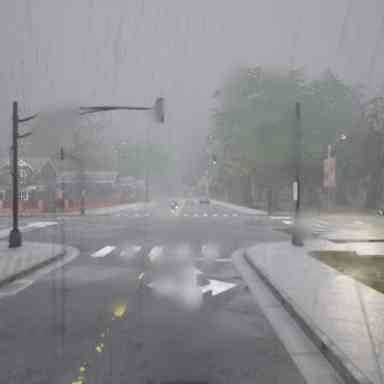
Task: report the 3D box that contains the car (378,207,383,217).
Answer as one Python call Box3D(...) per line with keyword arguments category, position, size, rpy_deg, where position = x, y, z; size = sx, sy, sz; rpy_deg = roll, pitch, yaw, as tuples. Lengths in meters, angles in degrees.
Box3D(category="car", position=(19.341, 1.597, 29.760), size=(4.892, 1.490, 1.837), rpy_deg=(0, 0, 0))

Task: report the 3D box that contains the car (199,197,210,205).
Box3D(category="car", position=(2.777, 1.925, 74.101), size=(2.097, 1.767, 4.553), rpy_deg=(0, 0, -1))

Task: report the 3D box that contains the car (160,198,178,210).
Box3D(category="car", position=(-3.519, 1.734, 48.671), size=(2.097, 1.767, 4.553), rpy_deg=(0, 0, 0))

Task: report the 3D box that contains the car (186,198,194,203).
Box3D(category="car", position=(-0.581, 2.079, 84.131), size=(1.895, 1.301, 4.718), rpy_deg=(0, 0, -1))

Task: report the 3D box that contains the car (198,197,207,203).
Box3D(category="car", position=(2.668, 2.024, 84.135), size=(2.033, 1.411, 5.357), rpy_deg=(0, 0, -1))

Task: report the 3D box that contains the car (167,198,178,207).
Box3D(category="car", position=(-3.631, 2.004, 63.920), size=(1.837, 1.490, 4.892), rpy_deg=(0, 0, 0))

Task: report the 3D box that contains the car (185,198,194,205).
Box3D(category="car", position=(-0.469, 2.106, 73.676), size=(2.033, 1.411, 5.357), rpy_deg=(0, 0, -1))
